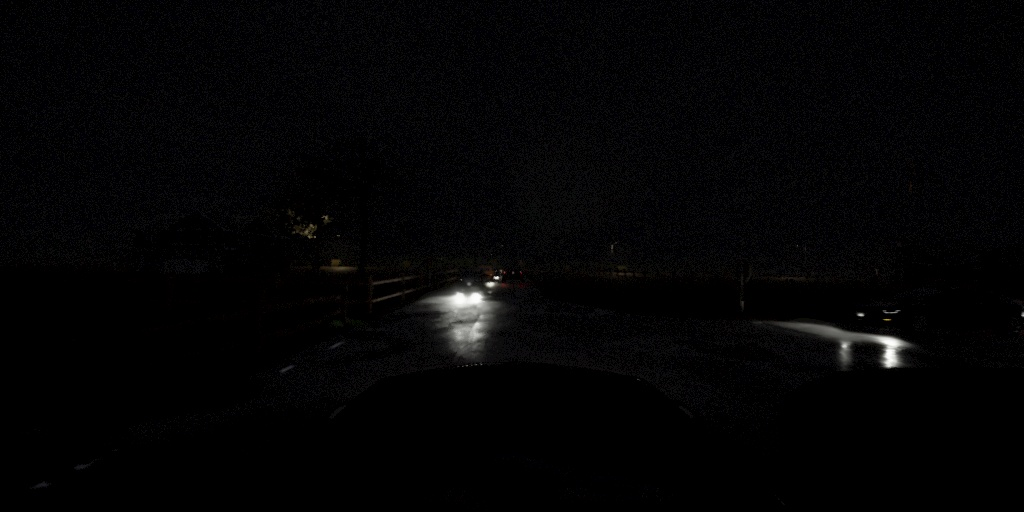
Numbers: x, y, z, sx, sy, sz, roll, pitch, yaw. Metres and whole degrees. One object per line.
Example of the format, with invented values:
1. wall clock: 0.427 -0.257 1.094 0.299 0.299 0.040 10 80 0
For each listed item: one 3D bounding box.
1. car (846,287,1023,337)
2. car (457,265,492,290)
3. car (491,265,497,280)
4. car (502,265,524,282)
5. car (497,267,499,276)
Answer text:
1. car: 14.064 1.771 11.993 4.892 1.490 1.837 1 -2 -1
2. car: -2.849 1.636 26.274 2.128 1.511 4.902 0 -1 0
3. car: -2.849 1.808 36.800 1.882 1.535 5.008 0 -1 0
4. car: 0.101 1.677 36.490 2.097 1.767 4.553 0 -1 0
5. car: -2.827 2.077 51.273 1.882 1.535 5.008 0 -1 0
